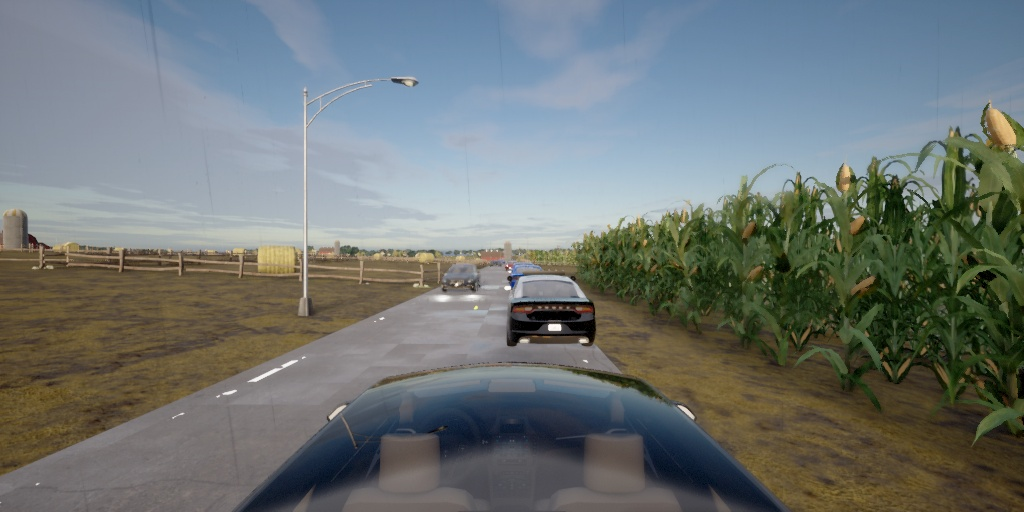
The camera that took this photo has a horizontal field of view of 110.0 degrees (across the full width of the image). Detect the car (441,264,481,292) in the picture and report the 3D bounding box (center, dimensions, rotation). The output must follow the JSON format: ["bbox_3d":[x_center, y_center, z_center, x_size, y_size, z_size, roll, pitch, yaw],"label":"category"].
[{"bbox_3d":[-2.854,1.238,20.889,1.837,1.490,4.892,0,0,0],"label":"car"}]

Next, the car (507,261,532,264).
[{"bbox_3d":[0.822,1.213,19.387,1.882,1.535,5.008,0,0,0],"label":"car"}]

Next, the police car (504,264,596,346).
[{"bbox_3d":[0.823,1.171,9.496,1.930,1.638,5.238,0,0,0],"label":"police car"}]

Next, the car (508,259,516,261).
[{"bbox_3d":[0.817,1.201,25.386,1.882,1.535,5.008,0,0,0],"label":"car"}]

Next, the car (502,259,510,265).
[{"bbox_3d":[0.026,1.295,47.739,1.895,1.301,4.718,0,0,0],"label":"car"}]

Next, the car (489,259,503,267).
[{"bbox_3d":[-2.832,1.281,62.567,1.994,1.385,4.181,0,0,0],"label":"car"}]
